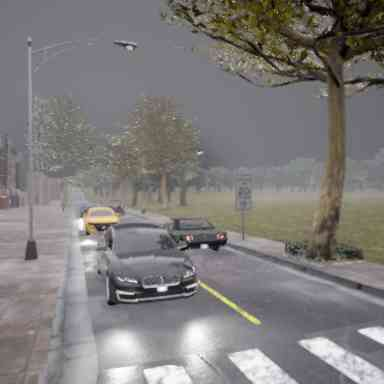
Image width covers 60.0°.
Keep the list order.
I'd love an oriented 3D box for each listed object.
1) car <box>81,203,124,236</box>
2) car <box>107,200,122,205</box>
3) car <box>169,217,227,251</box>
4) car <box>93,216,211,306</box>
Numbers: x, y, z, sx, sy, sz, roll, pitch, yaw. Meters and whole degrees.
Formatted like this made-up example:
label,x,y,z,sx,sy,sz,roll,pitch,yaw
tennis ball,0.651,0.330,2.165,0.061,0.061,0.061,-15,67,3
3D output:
label,x,y,z,sx,sy,sz,roll,pitch,yaw
car,-5.616,1.708,20.508,1.882,1.535,5.008,0,-1,-20
car,-9.634,1.776,40.584,2.097,1.767,4.553,0,0,-20
car,-0.287,1.730,14.328,1.895,1.301,4.718,0,0,-20
car,-1.373,1.607,8.578,1.837,1.490,4.892,0,0,-20
